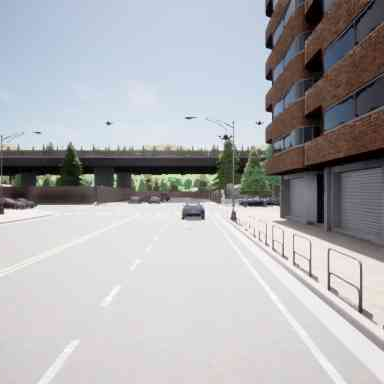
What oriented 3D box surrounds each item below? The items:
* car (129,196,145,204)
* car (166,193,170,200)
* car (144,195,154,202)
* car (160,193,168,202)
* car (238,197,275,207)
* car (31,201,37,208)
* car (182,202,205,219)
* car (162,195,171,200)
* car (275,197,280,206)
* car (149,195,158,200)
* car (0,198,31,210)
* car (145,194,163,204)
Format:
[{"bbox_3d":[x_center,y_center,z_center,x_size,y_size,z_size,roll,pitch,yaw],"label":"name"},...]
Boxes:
[{"bbox_3d":[-10.559,1.525,62.244,1.812,1.442,4.674,0,0,0],"label":"car"},{"bbox_3d":[-7.004,1.225,82.165,2.150,2.045,5.566,0,0,0],"label":"car"},{"bbox_3d":[-10.504,1.524,80.682,1.812,1.442,4.674,0,0,0],"label":"car"},{"bbox_3d":[-7.004,1.540,72.070,2.033,1.411,5.357,0,0,0],"label":"car"},{"bbox_3d":[9.038,1.545,47.799,4.718,1.301,1.895,0,0,1],"label":"car"},{"bbox_3d":[-22.907,1.508,44.067,4.181,1.385,1.994,0,0,0],"label":"car"},{"bbox_3d":[0.097,1.563,29.352,1.994,1.385,4.181,0,0,-1],"label":"car"},{"bbox_3d":[-7.031,1.552,92.008,1.994,1.385,4.181,0,0,0],"label":"car"},{"bbox_3d":[12.216,1.492,51.147,5.357,1.411,2.033,0,0,2],"label":"car"},{"bbox_3d":[-10.522,1.524,91.007,1.812,1.442,4.674,0,0,0],"label":"car"},{"bbox_3d":[-22.698,1.470,40.567,4.674,1.442,1.812,0,0,0],"label":"car"},{"bbox_3d":[-7.061,1.564,62.841,1.994,1.385,4.181,0,0,0],"label":"car"}]
